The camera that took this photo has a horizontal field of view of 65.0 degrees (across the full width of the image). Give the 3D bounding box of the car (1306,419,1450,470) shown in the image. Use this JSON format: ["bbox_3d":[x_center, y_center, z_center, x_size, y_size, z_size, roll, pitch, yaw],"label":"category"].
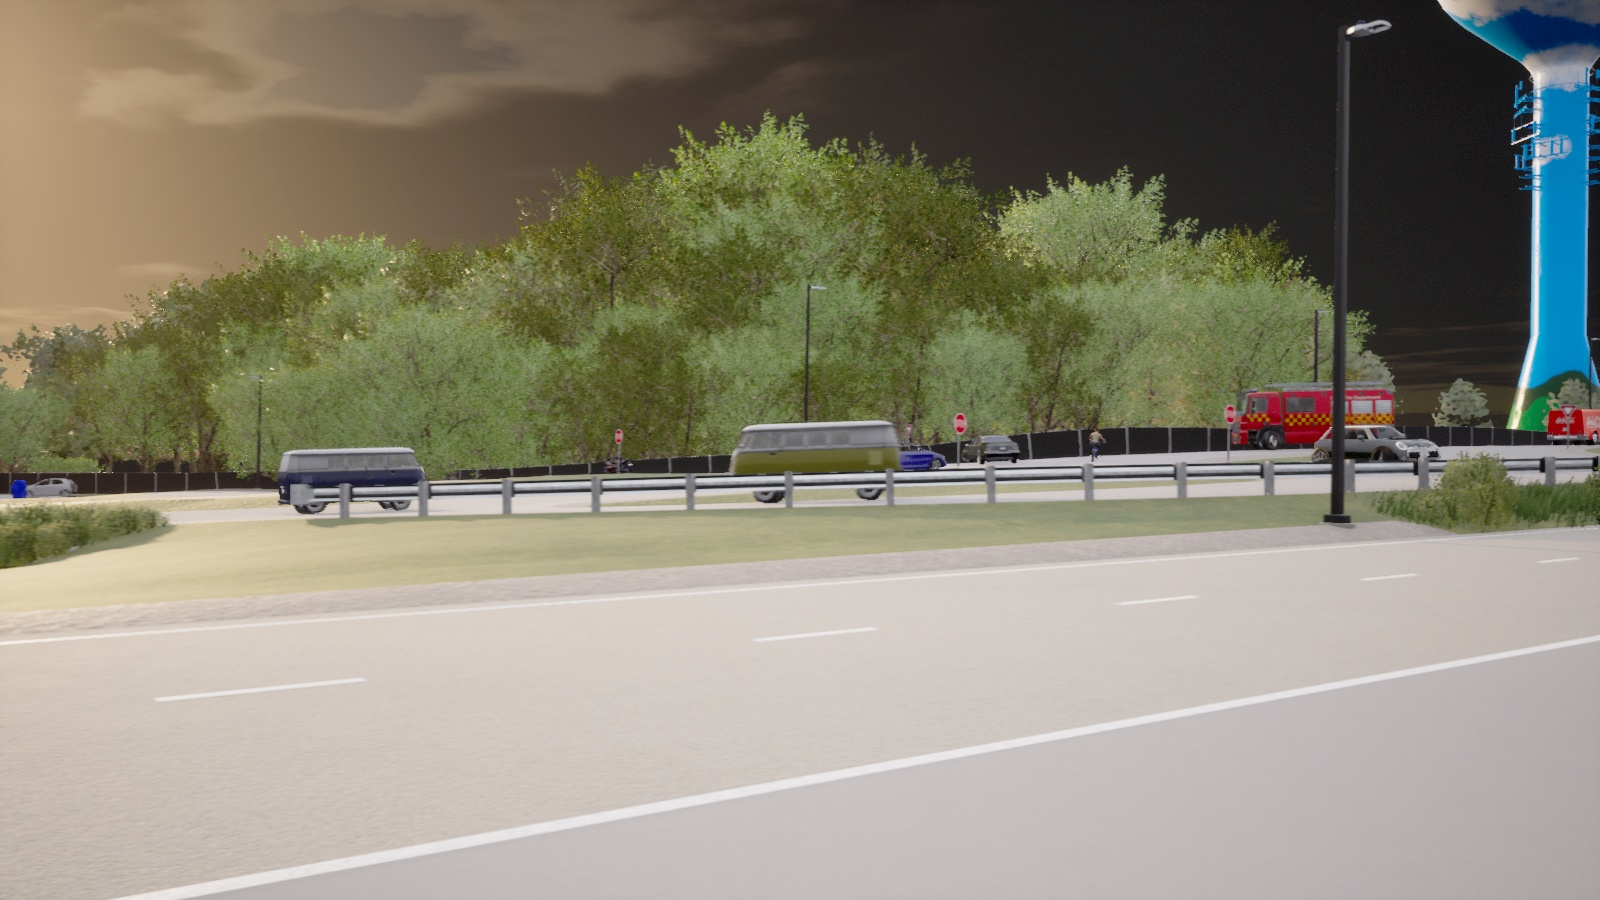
[{"bbox_3d":[18.291,-0.172,39.906,1.970,1.475,3.806,-2,1,-22],"label":"car"}]

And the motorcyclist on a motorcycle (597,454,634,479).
[{"bbox_3d":[-11.843,1.077,80.736,2.191,1.530,0.866,-3,-1,23],"label":"motorcyclist on a motorcycle"}]

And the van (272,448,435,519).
[{"bbox_3d":[-13.811,0.988,38.952,4.442,1.987,1.775,-2,1,-32],"label":"van"}]

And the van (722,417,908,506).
[{"bbox_3d":[0.421,0.303,31.495,4.442,1.987,1.775,-2,-1,7],"label":"van"}]

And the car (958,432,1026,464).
[{"bbox_3d":[9.288,-0.096,61.305,2.033,1.411,5.357,-2,1,-5],"label":"car"}]

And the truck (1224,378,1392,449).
[{"bbox_3d":[29.196,-2.041,72.466,8.468,3.827,2.891,-1,0,6],"label":"truck"}]

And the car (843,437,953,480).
[{"bbox_3d":[4.018,0.327,51.076,4.193,1.474,1.816,-4,2,-34],"label":"car"}]
